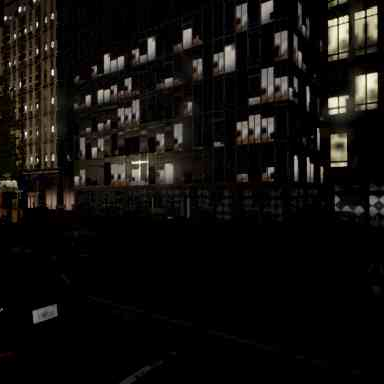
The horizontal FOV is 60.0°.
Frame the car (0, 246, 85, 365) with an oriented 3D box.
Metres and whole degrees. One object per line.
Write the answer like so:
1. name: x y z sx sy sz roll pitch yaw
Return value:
1. car: -3.538 1.566 5.395 4.313 1.339 1.947 0 0 35
